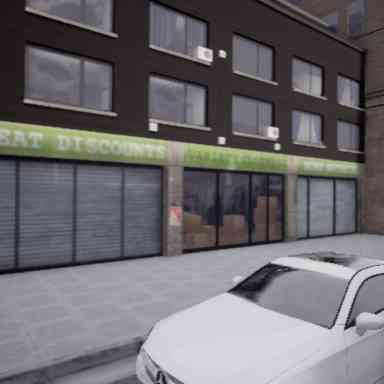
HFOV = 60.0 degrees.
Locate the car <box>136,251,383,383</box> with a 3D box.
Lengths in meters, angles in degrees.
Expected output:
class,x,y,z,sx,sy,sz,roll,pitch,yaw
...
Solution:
class,x,y,z,sx,sy,sz,roll,pitch,yaw
car,1.604,1.566,4.199,4.674,1.442,1.812,1,0,-36
